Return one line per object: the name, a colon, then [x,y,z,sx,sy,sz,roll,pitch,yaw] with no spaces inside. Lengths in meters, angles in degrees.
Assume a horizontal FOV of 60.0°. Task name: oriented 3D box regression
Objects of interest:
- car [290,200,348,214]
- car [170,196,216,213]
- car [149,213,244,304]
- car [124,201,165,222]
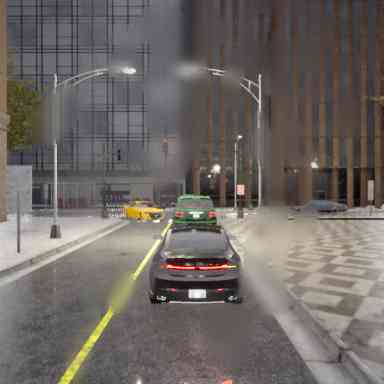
car: [12.734,1.487,33.515,5.357,1.411,2.033,0,0,0]
car: [0.040,1.219,18.134,2.150,2.045,5.566,0,0,-3]
car: [0.082,1.504,8.143,1.837,1.490,4.892,0,0,0]
car: [-3.838,1.476,26.336,1.882,1.535,5.008,2,-1,-30]
